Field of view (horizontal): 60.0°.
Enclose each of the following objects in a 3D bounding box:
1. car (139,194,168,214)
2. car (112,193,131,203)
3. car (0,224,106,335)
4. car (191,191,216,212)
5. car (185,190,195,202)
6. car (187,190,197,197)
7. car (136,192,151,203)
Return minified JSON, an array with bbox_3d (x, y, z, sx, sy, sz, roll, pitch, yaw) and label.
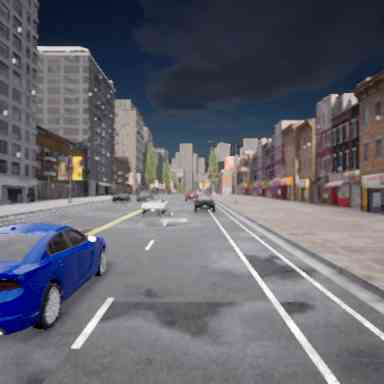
[{"bbox_3d":[-3.162,1.139,29.294,1.895,1.301,4.718,0,1,0],"label":"car"},{"bbox_3d":[-9.846,0.850,46.491,1.895,1.301,4.718,0,1,0],"label":"car"},{"bbox_3d":[-3.154,1.372,6.728,1.882,1.535,5.008,0,1,0],"label":"car"},{"bbox_3d":[1.124,0.992,30.795,1.882,1.535,5.008,0,1,0],"label":"car"},{"bbox_3d":[-0.006,0.518,51.265,2.097,1.767,4.553,0,1,0],"label":"car"},{"bbox_3d":[-0.031,0.281,68.993,1.994,1.385,4.181,0,0,0],"label":"car"},{"bbox_3d":[-6.597,0.727,46.469,1.882,1.535,5.008,0,1,0],"label":"car"}]
